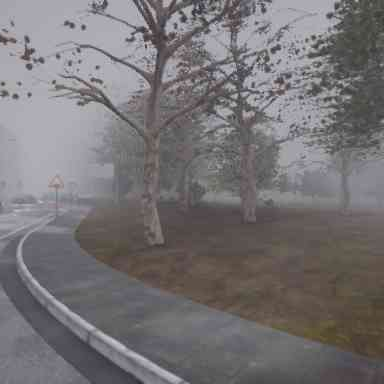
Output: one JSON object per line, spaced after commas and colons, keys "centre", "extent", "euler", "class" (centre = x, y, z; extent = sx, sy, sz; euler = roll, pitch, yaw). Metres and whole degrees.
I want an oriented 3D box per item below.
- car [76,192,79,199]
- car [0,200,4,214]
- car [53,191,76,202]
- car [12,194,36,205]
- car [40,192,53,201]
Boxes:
{"centre": [-22.203, 0.571, 61.760], "extent": [1.882, 1.535, 5.008], "euler": [0, 1, -14], "class": "car"}
{"centre": [-17.032, 1.138, 27.396], "extent": [2.128, 1.511, 4.902], "euler": [0, 1, -14], "class": "car"}
{"centre": [-19.682, 0.809, 51.651], "extent": [2.033, 1.411, 5.357], "euler": [0, 1, -14], "class": "car"}
{"centre": [-20.236, 0.899, 40.180], "extent": [1.994, 1.385, 4.181], "euler": [0, -3, -14], "class": "car"}
{"centre": [-23.947, 0.718, 55.312], "extent": [1.837, 1.490, 4.892], "euler": [0, 1, -14], "class": "car"}
